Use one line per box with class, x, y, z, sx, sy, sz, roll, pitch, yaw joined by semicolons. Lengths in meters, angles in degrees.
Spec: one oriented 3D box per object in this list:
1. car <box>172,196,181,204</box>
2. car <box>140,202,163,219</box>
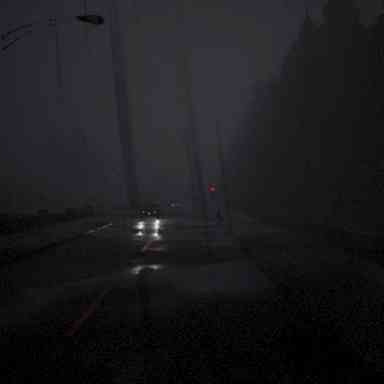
car;-4.039;2.051;86.914;2.150;2.045;5.566;0;-1;0
car;-4.018;1.831;33.451;1.837;1.490;4.892;0;-1;0
